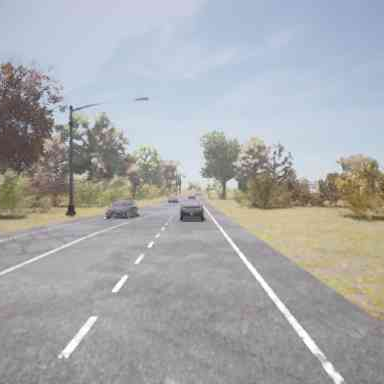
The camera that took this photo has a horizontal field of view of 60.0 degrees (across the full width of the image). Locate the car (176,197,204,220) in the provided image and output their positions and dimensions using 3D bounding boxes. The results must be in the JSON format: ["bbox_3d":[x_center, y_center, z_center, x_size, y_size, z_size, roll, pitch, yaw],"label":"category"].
[{"bbox_3d":[-0.007,1.461,27.981,2.128,1.511,4.902,0,0,0],"label":"car"}]

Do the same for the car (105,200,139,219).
[{"bbox_3d":[-5.927,1.486,28.747,1.837,1.490,4.892,0,0,7],"label":"car"}]

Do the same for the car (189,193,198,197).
[{"bbox_3d":[-0.022,1.321,91.140,2.128,1.511,4.902,0,0,0],"label":"car"}]

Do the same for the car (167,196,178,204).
[{"bbox_3d":[-3.514,1.453,62.213,1.994,1.385,4.181,0,0,0],"label":"car"}]
